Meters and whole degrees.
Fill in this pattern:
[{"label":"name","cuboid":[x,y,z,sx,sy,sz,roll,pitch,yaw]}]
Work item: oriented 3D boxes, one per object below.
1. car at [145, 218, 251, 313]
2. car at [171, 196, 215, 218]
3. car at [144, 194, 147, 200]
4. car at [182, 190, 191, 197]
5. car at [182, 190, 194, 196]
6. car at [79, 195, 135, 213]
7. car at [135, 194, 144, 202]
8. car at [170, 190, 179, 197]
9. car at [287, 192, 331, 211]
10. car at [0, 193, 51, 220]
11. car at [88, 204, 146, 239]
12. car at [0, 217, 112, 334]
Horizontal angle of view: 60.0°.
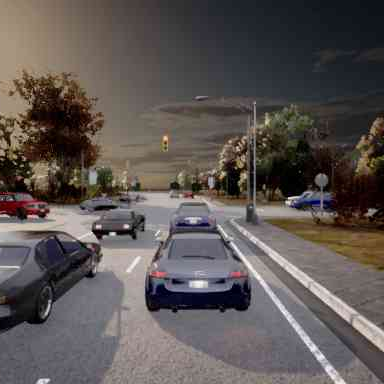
[{"label":"car","cuboid":[0.084,1.541,7.712,1.994,1.385,4.181,0,0,-1]},{"label":"car","cuboid":[0.049,1.272,16.345,2.097,1.767,4.553,0,0,0]},{"label":"car","cuboid":[-10.820,1.098,71.219,1.895,1.301,4.718,0,1,-1]},{"label":"car","cuboid":[-1.559,0.396,94.080,2.097,1.767,4.553,0,1,-7]},{"label":"car","cuboid":[-0.746,0.569,83.432,2.150,2.045,5.566,0,1,-4]},{"label":"car","cuboid":[-8.389,1.299,32.355,4.902,1.511,2.128,0,0,-3]},{"label":"car","cuboid":[-10.780,1.091,61.263,2.128,1.511,4.902,0,0,0]},{"label":"car","cuboid":[-4.293,0.890,84.112,1.994,1.385,4.181,0,1,-4]},{"label":"car","cuboid":[14.033,0.995,37.407,5.566,2.045,2.150,0,0,-3]},{"label":"car","cuboid":[-13.834,1.074,26.318,5.566,2.045,2.150,0,0,24]},{"label":"car","cuboid":[-3.471,1.518,16.669,1.895,1.301,4.718,0,0,-1]},{"label":"car","cuboid":[-3.414,1.528,7.024,2.033,1.411,5.357,0,0,-1]}]
